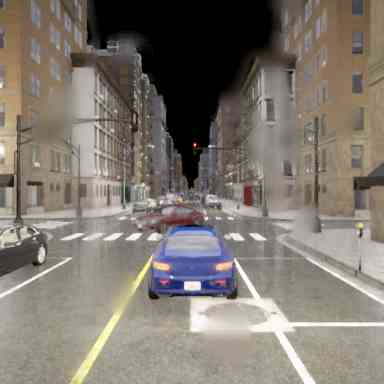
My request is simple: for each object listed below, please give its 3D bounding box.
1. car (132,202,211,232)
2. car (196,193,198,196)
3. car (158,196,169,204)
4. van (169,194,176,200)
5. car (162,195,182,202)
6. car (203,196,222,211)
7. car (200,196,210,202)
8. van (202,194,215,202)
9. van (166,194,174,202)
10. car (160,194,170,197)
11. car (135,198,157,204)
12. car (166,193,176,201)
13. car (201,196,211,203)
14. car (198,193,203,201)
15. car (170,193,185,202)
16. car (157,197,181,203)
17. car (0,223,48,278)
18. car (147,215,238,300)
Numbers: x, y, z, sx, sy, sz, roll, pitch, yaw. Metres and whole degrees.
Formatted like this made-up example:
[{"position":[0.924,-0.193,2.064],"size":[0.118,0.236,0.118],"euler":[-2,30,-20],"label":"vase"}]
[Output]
[{"position":[-1.210,1.517,19.059],"size":[1.812,1.442,4.674],"euler":[-1,-1,41],"label":"car"},{"position":[2.831,1.521,95.172],"size":[1.887,1.381,4.507],"euler":[0,0,0],"label":"car"},{"position":[-5.298,1.509,62.578],"size":[1.752,1.417,4.829],"euler":[0,0,0],"label":"car"},{"position":[-5.272,1.318,89.779],"size":[1.690,1.788,3.998],"euler":[0,0,0],"label":"van"},{"position":[-2.719,1.514,46.338],"size":[1.812,1.442,4.674],"euler":[0,0,1],"label":"car"},{"position":[2.717,1.540,41.110],"size":[2.008,1.369,4.403],"euler":[0,0,0],"label":"car"},{"position":[2.785,1.532,73.547],"size":[2.008,1.369,4.403],"euler":[0,0,0],"label":"car"},{"position":[2.728,1.329,46.516],"size":[1.690,1.788,3.998],"euler":[0,0,0],"label":"van"},{"position":[-5.282,1.321,78.966],"size":[1.690,1.788,3.998],"euler":[0,0,0],"label":"van"},{"position":[-5.302,1.425,57.342],"size":[1.967,1.590,4.097],"euler":[0,0,0],"label":"car"},{"position":[-5.322,1.542,35.717],"size":[2.008,1.369,4.403],"euler":[0,0,0],"label":"car"},{"position":[-5.277,1.294,84.373],"size":[2.192,1.841,5.009],"euler":[0,0,0],"label":"car"},{"position":[2.774,1.548,68.141],"size":[1.947,1.339,4.313],"euler":[0,0,0],"label":"car"},{"position":[2.763,1.299,62.734],"size":[2.192,1.841,5.009],"euler":[0,0,0],"label":"car"},{"position":[-2.670,1.462,58.755],"size":[1.882,1.535,5.008],"euler":[0,0,1],"label":"car"},{"position":[-2.748,1.538,36.167],"size":[2.033,1.411,5.357],"euler":[0,0,4],"label":"car"},{"position":[-5.370,1.549,8.841],"size":[2.008,1.369,4.403],"euler":[0,0,0],"label":"car"},{"position":[0.034,1.524,8.284],"size":[1.812,1.442,4.674],"euler":[0,0,1],"label":"car"}]
